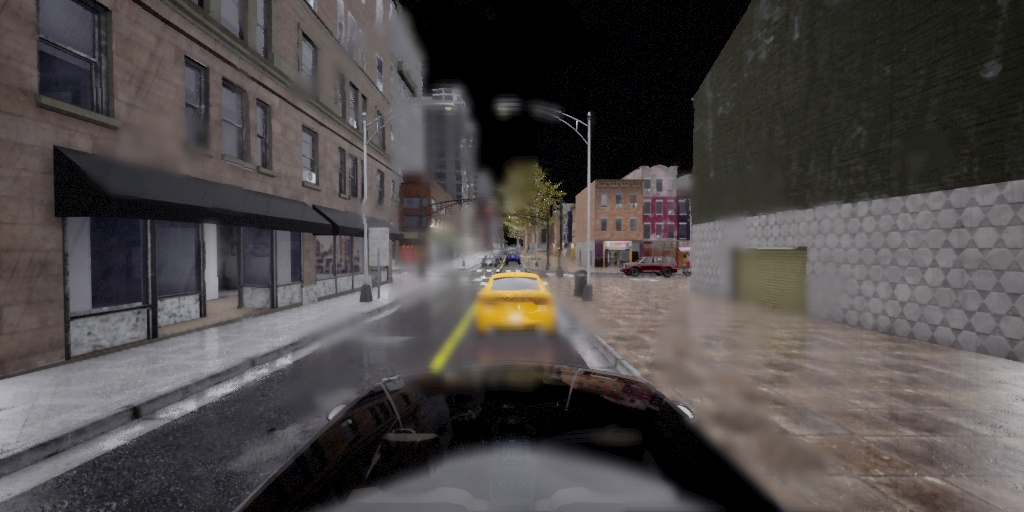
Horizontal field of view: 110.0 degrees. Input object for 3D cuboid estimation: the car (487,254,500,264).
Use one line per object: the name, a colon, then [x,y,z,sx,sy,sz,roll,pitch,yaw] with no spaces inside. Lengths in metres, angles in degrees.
car: [-2.821,0.444,55.813,1.895,1.301,4.718,0,2,0]

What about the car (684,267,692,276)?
car: [18.119,1.297,33.391,4.207,1.307,1.802,0,0,0]

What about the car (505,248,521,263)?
car: [0.151,0.105,54.424,2.150,2.045,5.566,0,2,0]

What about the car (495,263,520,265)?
car: [0.076,1.250,19.856,1.895,1.301,4.718,0,1,0]

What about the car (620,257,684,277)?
car: [12.717,0.953,33.384,5.009,1.841,2.192,0,0,0]

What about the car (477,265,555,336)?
car: [0.100,1.206,10.414,1.882,1.535,5.008,0,0,0]

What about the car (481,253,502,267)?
car: [-2.820,0.615,45.972,2.128,1.511,4.902,0,2,1]
